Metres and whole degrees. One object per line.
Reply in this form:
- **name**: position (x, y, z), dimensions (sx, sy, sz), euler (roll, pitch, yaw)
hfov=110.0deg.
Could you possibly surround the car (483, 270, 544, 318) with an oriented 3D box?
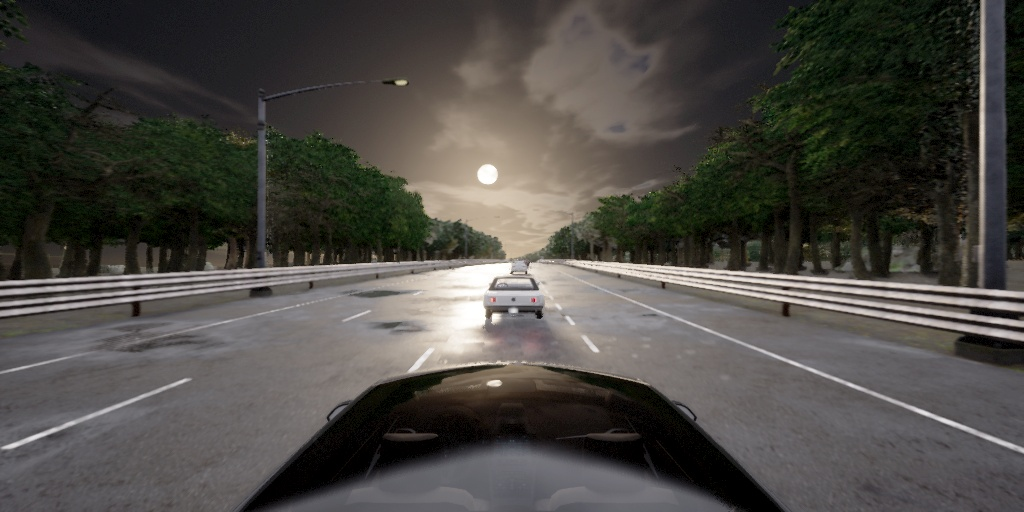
- **car**: position (0.076, 1.359, 13.030), dimensions (1.895, 1.301, 4.718), euler (0, 0, 1)

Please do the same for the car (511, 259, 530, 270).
- **car**: position (0.867, 1.336, 42.045), dimensions (1.812, 1.442, 4.674), euler (0, 0, 2)
